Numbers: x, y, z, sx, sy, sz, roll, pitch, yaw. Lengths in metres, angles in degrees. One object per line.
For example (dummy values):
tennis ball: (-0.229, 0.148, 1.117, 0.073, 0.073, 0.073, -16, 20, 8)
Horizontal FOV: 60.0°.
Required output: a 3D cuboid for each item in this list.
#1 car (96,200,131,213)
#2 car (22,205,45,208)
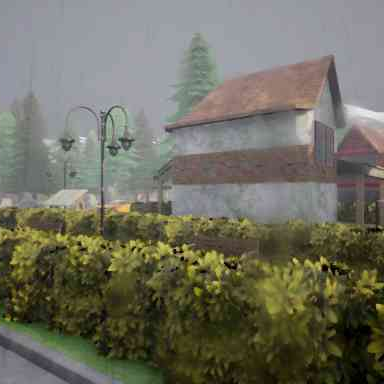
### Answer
car: (-8.272, 1.640, 36.650, 1.882, 1.535, 5.008, 0, 0, 36)
car: (-11.756, 1.763, 25.439, 1.895, 1.301, 4.718, 0, 0, 35)
